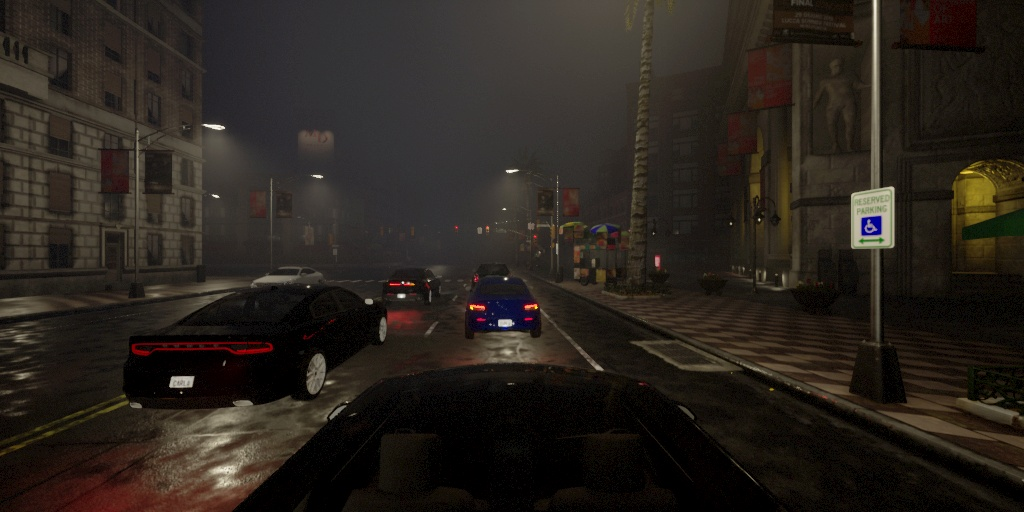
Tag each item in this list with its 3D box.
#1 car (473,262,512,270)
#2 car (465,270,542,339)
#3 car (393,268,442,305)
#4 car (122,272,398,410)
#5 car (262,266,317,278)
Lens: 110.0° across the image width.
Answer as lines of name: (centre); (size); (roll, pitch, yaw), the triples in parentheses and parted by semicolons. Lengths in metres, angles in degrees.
car: (-1.022, 1.102, 18.900); (2.097, 1.767, 4.553); (0, 0, -4)
car: (-0.325, 1.276, 10.003); (1.812, 1.442, 4.674); (0, 0, -4)
car: (-4.305, 1.255, 15.882); (1.837, 1.490, 4.892); (0, 0, -4)
car: (-3.738, 1.228, 6.402); (1.882, 1.535, 5.008); (0, 0, -3)
car: (-11.611, 1.277, 18.903); (1.812, 1.442, 4.674); (0, 0, -4)
